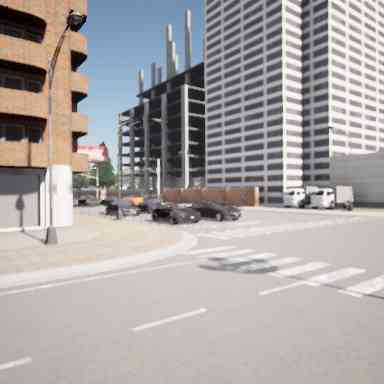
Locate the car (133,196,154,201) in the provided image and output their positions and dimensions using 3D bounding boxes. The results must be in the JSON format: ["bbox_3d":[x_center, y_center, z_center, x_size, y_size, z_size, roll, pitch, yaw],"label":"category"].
[{"bbox_3d":[-4.155,1.455,33.639,1.994,1.385,4.181,-1,1,-36],"label":"car"}]

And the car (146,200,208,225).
[{"bbox_3d":[-1.157,1.490,23.688,1.994,1.385,4.181,-1,0,-36],"label":"car"}]

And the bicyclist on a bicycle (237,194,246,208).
[{"bbox_3d":[5.963,1.072,40.097,1.656,1.620,0.582,-1,1,-36],"label":"bicyclist on a bicycle"}]

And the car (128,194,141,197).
[{"bbox_3d":[-9.358,1.175,52.610,2.097,1.767,4.553,-1,0,-36],"label":"car"}]

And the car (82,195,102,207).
[{"bbox_3d":[-14.886,1.244,48.310,2.097,1.767,4.553,-1,1,-36],"label":"car"}]

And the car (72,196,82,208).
[{"bbox_3d":[-17.298,1.422,45.677,2.128,1.511,4.902,-1,0,-36],"label":"car"}]

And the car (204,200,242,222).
[{"bbox_3d":[1.742,1.396,25.652,1.837,1.490,4.892,-1,0,-36],"label":"car"}]

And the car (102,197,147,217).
[{"bbox_3d":[-6.362,1.454,30.756,1.812,1.442,4.674,-1,1,-36],"label":"car"}]
